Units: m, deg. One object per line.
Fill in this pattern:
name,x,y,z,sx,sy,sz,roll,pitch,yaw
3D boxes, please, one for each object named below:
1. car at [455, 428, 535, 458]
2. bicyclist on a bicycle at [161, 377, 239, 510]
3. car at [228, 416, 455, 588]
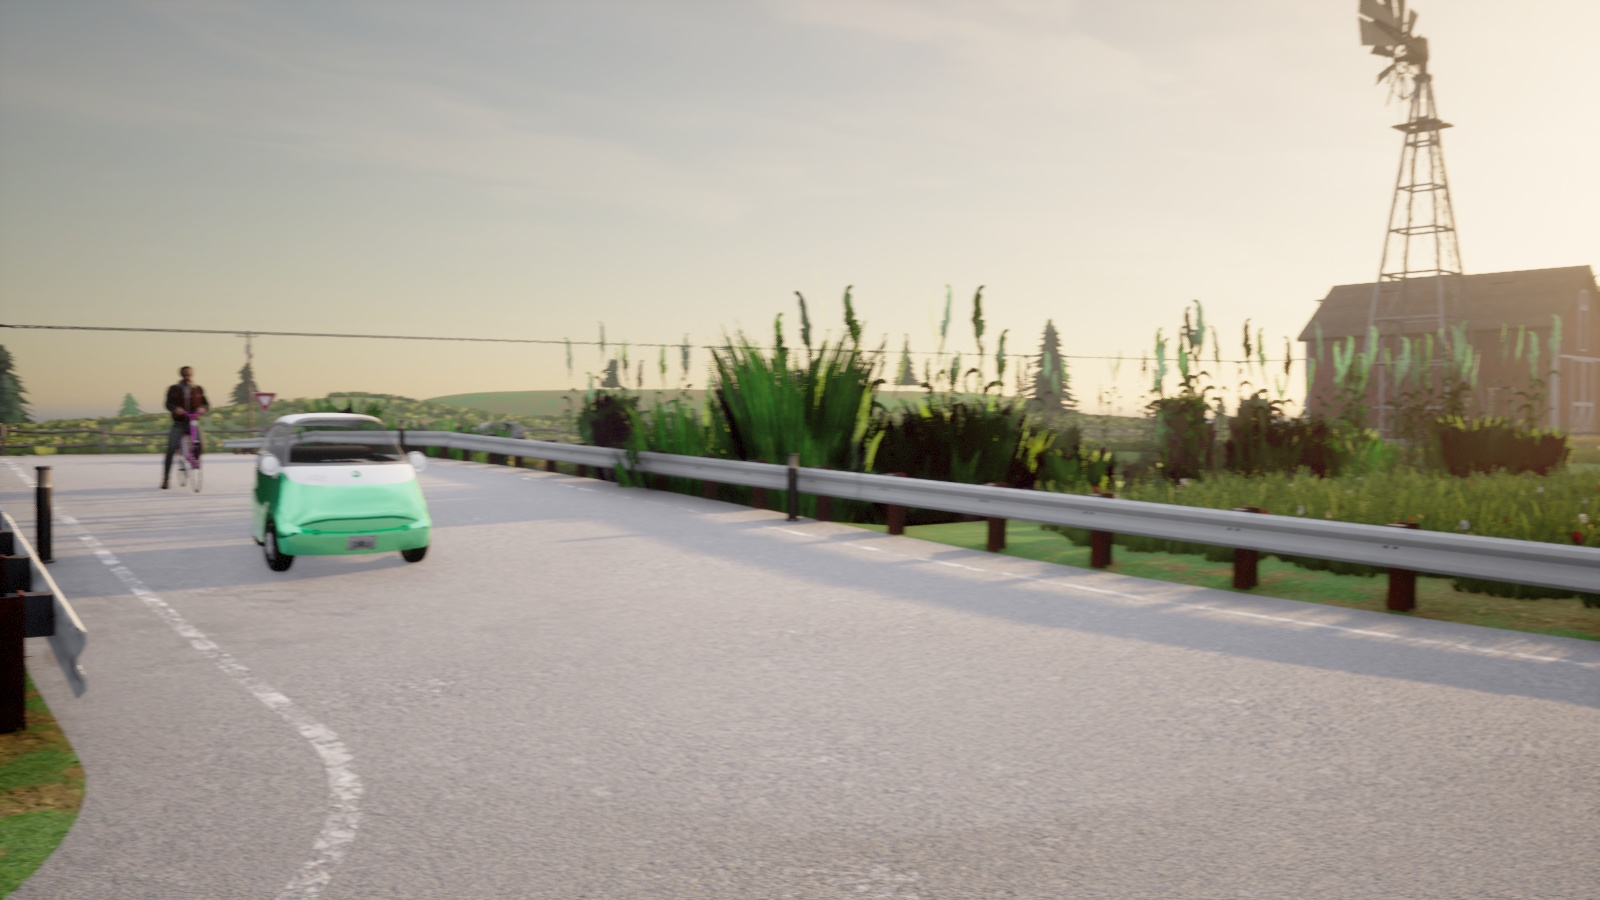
car,-15.948,-0.380,65.721,3.633,1.501,1.845,-2,2,-35
bicyclist on a bicycle,-8.481,-0.124,17.708,0.659,1.776,1.843,-2,3,-35
car,-4.430,0.412,12.035,1.481,1.376,2.207,-2,4,-36
